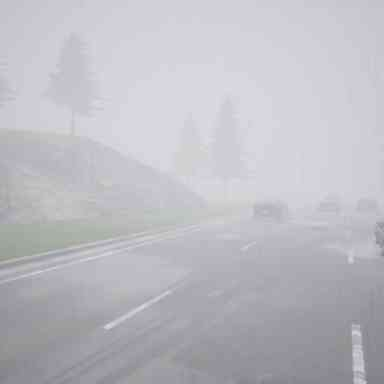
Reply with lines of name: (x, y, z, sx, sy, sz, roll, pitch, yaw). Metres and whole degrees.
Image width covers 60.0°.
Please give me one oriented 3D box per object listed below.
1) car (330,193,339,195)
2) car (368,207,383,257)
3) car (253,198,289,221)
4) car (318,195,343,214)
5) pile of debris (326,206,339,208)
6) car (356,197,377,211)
car: (19.143, 1.058, 44.695, 2.097, 1.767, 4.553, 2, 1, 24)
car: (7.861, 1.534, 12.160, 2.033, 1.411, 5.357, 2, 1, 25)
car: (5.951, 1.178, 24.624, 1.882, 1.535, 5.008, 2, 1, 25)
car: (13.333, 1.297, 32.211, 1.812, 1.442, 4.674, 2, 1, 25)
pile of debris: (17.906, 1.890, 42.341, 1.500, 0.140, 1.860, 2, 1, 25)
car: (19.532, 1.334, 37.247, 1.882, 1.535, 5.008, 2, 1, 25)
